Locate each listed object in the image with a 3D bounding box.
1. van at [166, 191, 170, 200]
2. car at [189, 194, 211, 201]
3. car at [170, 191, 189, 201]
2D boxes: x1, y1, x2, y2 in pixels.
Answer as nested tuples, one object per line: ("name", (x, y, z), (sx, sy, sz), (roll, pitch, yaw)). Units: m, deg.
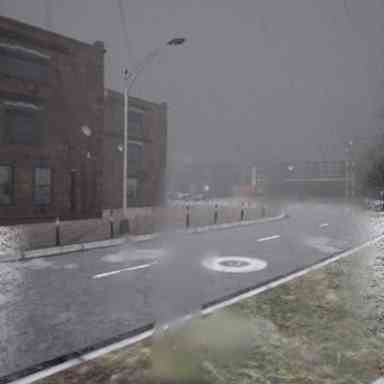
("van", (-4.490, 0.857, 75.248), (1.878, 1.987, 4.442), (1, 0, 37))
("car", (2.199, 1.226, 70.269), (2.163, 1.488, 4.792), (1, 0, 37))
("car", (-2.088, 1.001, 73.606), (2.185, 1.767, 4.553), (1, 0, 37))
